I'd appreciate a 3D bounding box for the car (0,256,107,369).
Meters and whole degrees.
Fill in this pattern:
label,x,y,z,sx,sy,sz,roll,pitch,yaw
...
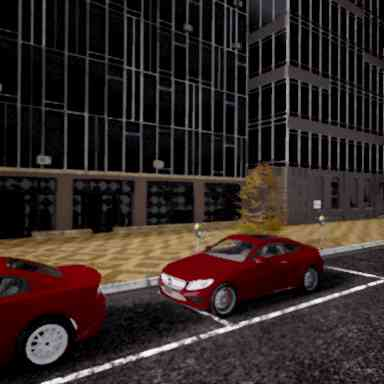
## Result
label,x,y,z,sx,sy,sz,roll,pitch,yaw
car,-3.366,1.542,4.156,4.507,1.381,1.887,0,0,-35

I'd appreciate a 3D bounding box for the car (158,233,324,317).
label,x,y,z,sx,sy,sz,roll,pitch,yaw
car,1.270,1.616,7.461,4.206,1.307,1.802,0,0,-35
